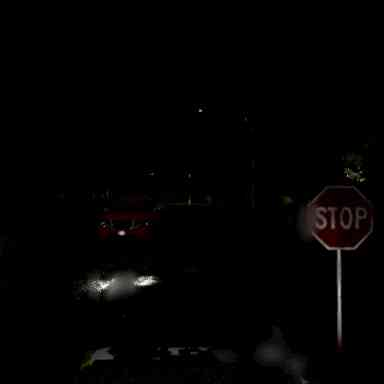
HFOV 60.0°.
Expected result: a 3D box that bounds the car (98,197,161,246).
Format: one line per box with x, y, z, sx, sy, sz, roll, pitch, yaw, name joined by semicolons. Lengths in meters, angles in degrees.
-2.748;1.283;15.779;2.150;2.045;5.566;0;-1;0;car
